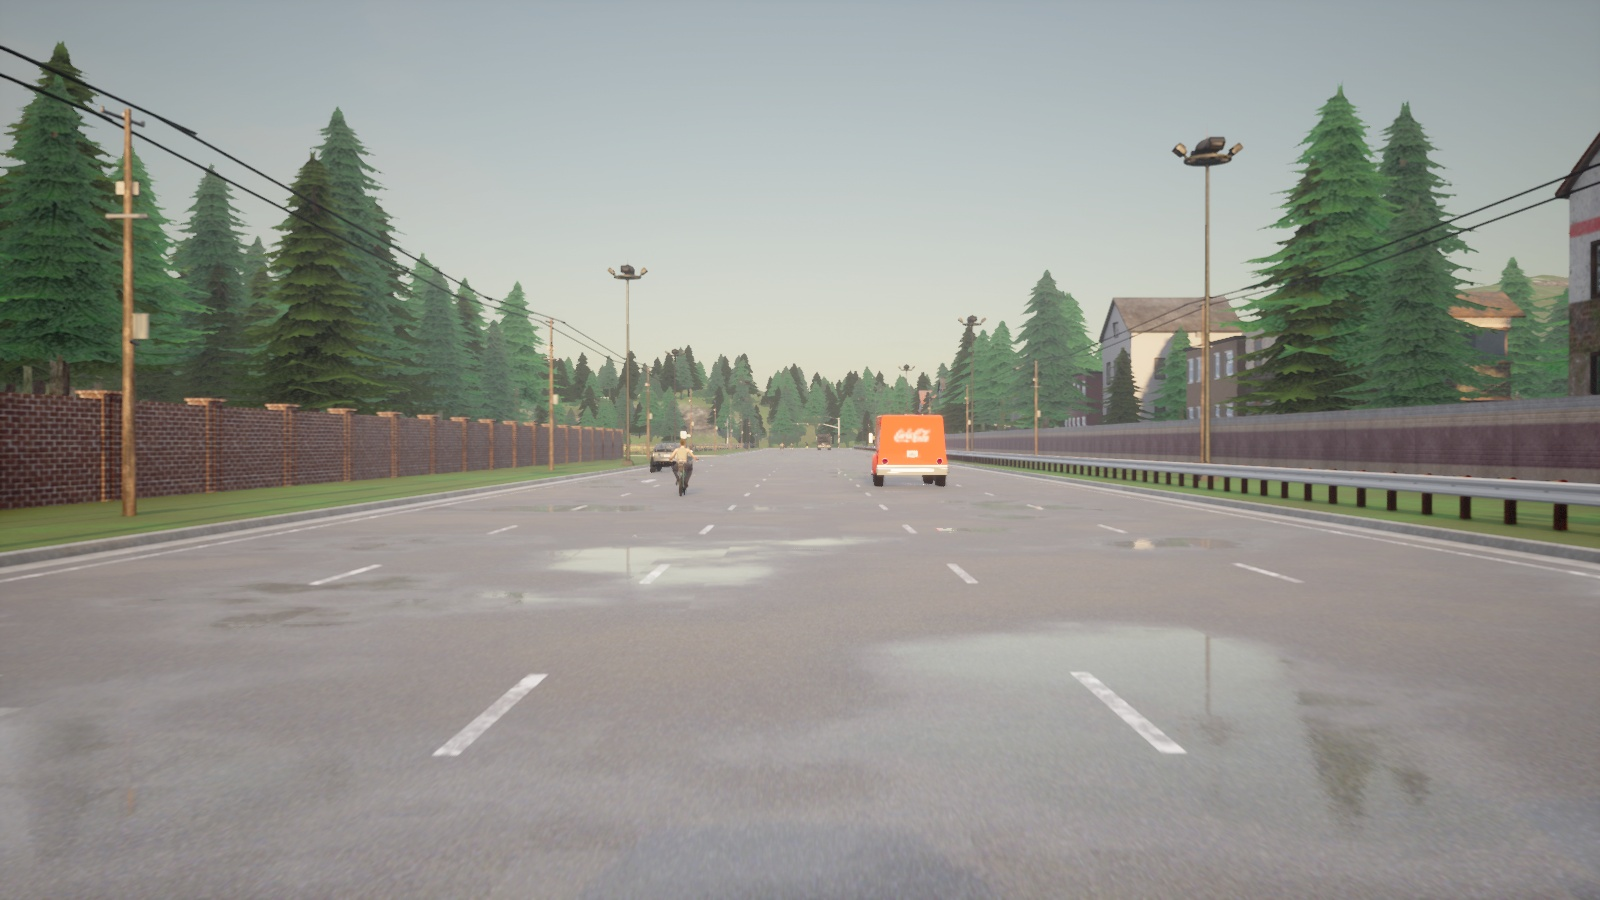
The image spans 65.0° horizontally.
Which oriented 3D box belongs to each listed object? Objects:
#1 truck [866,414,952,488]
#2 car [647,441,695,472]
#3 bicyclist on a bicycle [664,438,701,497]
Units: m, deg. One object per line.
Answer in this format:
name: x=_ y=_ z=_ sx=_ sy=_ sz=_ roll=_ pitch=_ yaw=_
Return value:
truck: x=3.770 y=0.012 z=44.517 sx=2.627 sy=2.467 sz=5.204 roll=0 pitch=0 yaw=0
car: x=-6.616 y=0.323 z=64.719 sx=2.007 sy=1.525 sz=4.514 roll=0 pitch=0 yaw=0
bicyclist on a bicycle: x=-3.289 y=0.481 z=35.301 sx=0.866 sy=1.612 sz=1.509 roll=0 pitch=0 yaw=1
